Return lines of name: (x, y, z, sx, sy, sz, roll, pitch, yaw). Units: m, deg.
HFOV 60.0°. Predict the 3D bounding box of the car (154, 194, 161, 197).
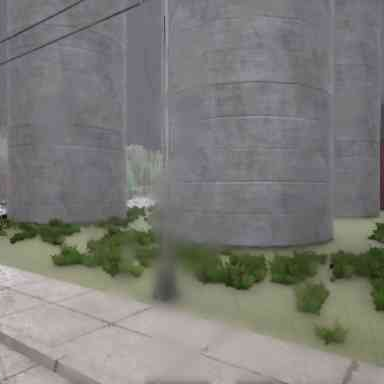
car: (-8.498, 1.340, 85.794, 3.905, 1.438, 1.784, 0, 0, 35)
